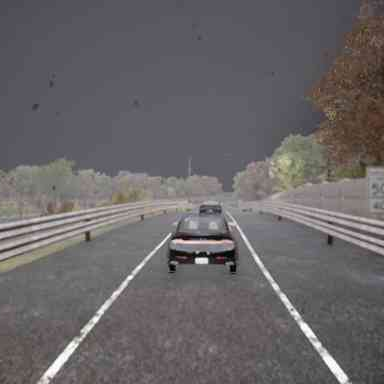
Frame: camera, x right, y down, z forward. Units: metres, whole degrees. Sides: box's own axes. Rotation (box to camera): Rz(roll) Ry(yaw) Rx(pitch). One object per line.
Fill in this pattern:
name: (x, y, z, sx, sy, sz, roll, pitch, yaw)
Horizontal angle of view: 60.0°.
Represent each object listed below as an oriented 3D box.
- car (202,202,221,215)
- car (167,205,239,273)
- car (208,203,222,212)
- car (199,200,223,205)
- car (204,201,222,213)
car: (2.098, 1.655, 34.827, 1.895, 1.301, 4.718, 0, -2, 4)
car: (0.357, 1.385, 10.287, 2.128, 1.511, 4.902, 0, 1, 3)
car: (3.654, 2.427, 52.130, 1.895, 1.301, 4.718, 0, -3, 7)
car: (1.599, 1.381, 28.128, 1.882, 1.535, 5.008, 0, -1, 4)
car: (2.688, 1.860, 42.083, 2.033, 1.411, 5.357, 0, -2, 6)
